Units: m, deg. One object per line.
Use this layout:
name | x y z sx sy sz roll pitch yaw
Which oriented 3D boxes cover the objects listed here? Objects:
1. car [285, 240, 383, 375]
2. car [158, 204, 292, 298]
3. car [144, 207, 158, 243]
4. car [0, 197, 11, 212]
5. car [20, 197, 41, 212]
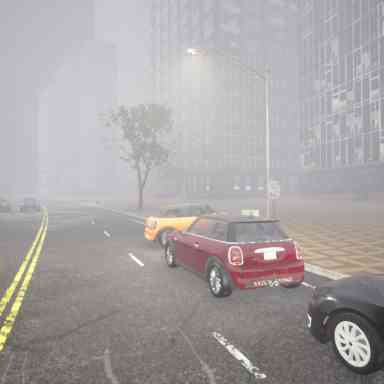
car | 3.588 1.505 3.462 1.837 1.490 4.892 0 0 -36
car | 0.821 1.355 8.916 2.097 1.767 4.553 0 0 -22
car | 0.252 1.277 14.588 4.553 1.767 2.097 -3 1 -18
car | -22.033 1.390 38.002 2.097 1.767 4.553 0 0 -24
car | -19.072 1.393 39.341 2.097 1.767 4.553 0 0 -24
